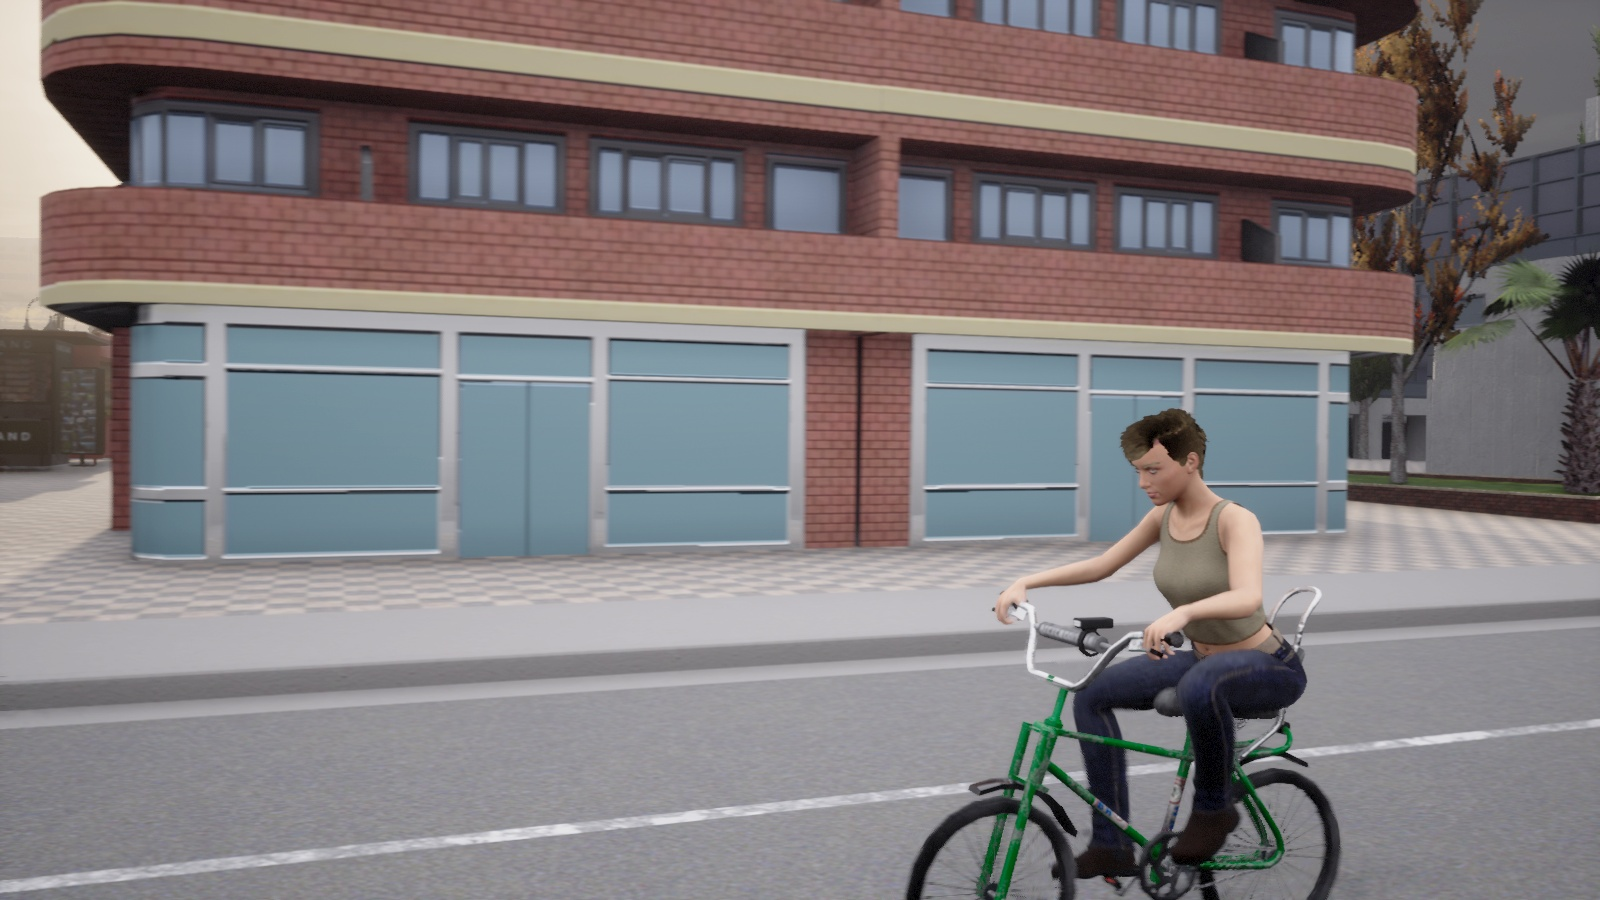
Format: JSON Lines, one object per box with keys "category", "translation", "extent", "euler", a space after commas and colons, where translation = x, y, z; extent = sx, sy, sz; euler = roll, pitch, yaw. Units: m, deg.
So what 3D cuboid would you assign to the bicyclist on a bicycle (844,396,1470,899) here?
{"category": "bicyclist on a bicycle", "translation": [1.000, 0.665, 3.623], "extent": [1.509, 1.612, 0.866], "euler": [-1, 1, -21]}
